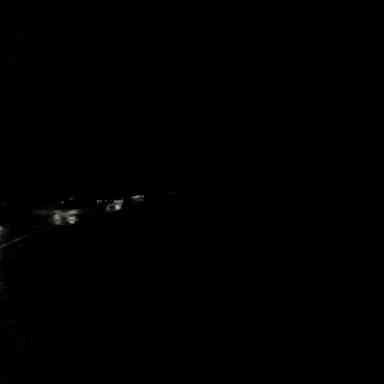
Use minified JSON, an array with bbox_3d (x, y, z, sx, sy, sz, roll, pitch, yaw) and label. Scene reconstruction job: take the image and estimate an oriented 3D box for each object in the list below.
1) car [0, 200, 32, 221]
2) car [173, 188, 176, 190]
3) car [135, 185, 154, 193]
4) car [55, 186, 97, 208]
[{"bbox_3d":[-13.642,1.342,24.311,1.812,1.442,4.674,0,2,7],"label":"car"},{"bbox_3d":[-1.810,-0.943,58.887,1.895,1.301,4.718,0,4,17],"label":"car"},{"bbox_3d":[-7.540,-0.482,52.217,2.128,1.511,4.902,0,4,17],"label":"car"},{"bbox_3d":[-12.007,0.470,34.895,2.150,2.045,5.566,0,4,12],"label":"car"}]
